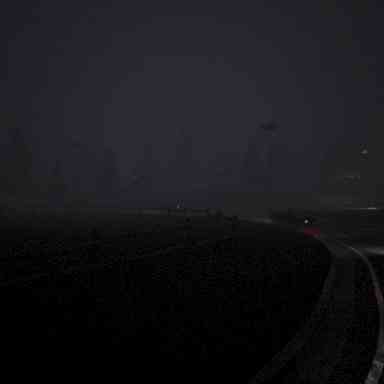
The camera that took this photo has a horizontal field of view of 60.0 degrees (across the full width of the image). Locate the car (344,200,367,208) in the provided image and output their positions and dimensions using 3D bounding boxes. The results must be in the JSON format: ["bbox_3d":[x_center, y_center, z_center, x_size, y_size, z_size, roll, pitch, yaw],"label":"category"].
[{"bbox_3d":[31.858,2.266,64.013,5.008,1.535,1.882,0,-1,-9],"label":"car"}]

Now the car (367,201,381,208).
[{"bbox_3d":[35.074,2.281,60.988,4.181,1.385,1.994,0,-1,-9],"label":"car"}]

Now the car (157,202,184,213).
[{"bbox_3d":[-3.150,2.240,48.882,4.892,1.490,1.837,-1,-1,43],"label":"car"}]

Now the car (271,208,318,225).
[{"bbox_3d":[8.158,1.963,27.108,1.895,1.301,4.718,0,-1,-11],"label":"car"}]

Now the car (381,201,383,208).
[{"bbox_3d":[35.801,2.231,57.563,4.181,1.385,1.994,0,-1,-9],"label":"car"}]
